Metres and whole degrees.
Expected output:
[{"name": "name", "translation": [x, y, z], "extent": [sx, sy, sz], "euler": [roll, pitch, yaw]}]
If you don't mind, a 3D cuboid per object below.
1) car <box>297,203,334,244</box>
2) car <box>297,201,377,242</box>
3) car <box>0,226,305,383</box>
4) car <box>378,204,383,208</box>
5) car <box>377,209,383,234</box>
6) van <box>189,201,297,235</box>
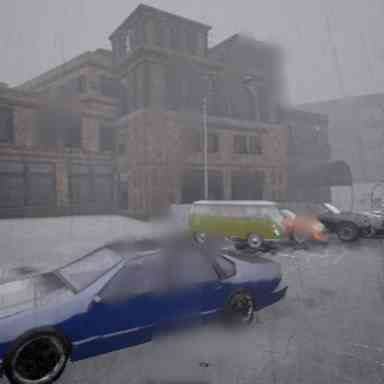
[{"name": "car", "translation": [4.386, 1.556, 16.775], "extent": [4.553, 1.767, 2.185], "euler": [0, -2, 34]}, {"name": "car", "translation": [6.868, 1.518, 18.501], "extent": [5.566, 2.045, 2.435], "euler": [0, -2, 34]}, {"name": "car", "translation": [-0.815, 1.550, 5.414], "extent": [5.357, 1.411, 2.033], "euler": [0, 0, -33]}, {"name": "car", "translation": [14.137, 1.939, 23.741], "extent": [4.553, 1.767, 2.185], "euler": [0, -2, 34]}, {"name": "car", "translation": [9.236, 1.890, 20.266], "extent": [4.792, 1.488, 2.163], "euler": [0, -2, 34]}, {"name": "van", "translation": [2.083, 1.379, 14.943], "extent": [4.442, 1.987, 1.878], "euler": [0, -1, 34]}]
